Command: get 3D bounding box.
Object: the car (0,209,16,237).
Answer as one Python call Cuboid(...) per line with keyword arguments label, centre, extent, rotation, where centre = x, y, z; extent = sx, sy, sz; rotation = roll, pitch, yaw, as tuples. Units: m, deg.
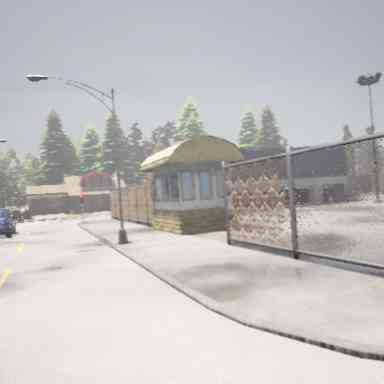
Cuboid(label="car", centre=(-15.059, 2.432, 25.770), extent=(2.150, 2.045, 5.566), rotation=(-4, 0, -23))
